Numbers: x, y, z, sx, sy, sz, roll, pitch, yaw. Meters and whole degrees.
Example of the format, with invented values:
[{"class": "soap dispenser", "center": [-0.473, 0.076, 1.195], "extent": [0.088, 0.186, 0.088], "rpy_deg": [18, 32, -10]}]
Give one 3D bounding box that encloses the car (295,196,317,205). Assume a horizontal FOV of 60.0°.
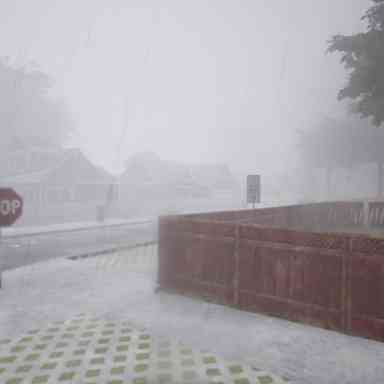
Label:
[{"class": "car", "center": [15.698, 1.345, 45.659], "extent": [1.837, 1.490, 4.892], "rpy_deg": [0, 0, 36]}]
